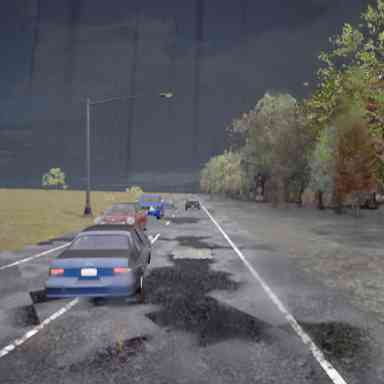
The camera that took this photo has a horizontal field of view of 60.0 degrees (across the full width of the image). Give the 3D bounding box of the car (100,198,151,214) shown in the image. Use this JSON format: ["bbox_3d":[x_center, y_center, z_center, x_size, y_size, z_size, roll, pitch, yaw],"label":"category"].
[{"bbox_3d":[-3.685,1.370,17.730,2.097,1.767,4.553,0,0,1],"label":"car"}]

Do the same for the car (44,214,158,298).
[{"bbox_3d":[-2.105,1.557,8.760,2.033,1.411,5.357,0,0,-4],"label":"car"}]

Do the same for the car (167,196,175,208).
[{"bbox_3d":[-3.628,1.392,48.129,2.097,1.767,4.553,0,0,0],"label":"car"}]

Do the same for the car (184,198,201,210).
[{"bbox_3d":[0.072,1.542,43.049,1.837,1.490,4.892,0,0,0],"label":"car"}]

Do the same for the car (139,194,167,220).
[{"bbox_3d":[-3.619,1.247,28.585,2.150,2.045,5.566,0,0,0],"label":"car"}]
